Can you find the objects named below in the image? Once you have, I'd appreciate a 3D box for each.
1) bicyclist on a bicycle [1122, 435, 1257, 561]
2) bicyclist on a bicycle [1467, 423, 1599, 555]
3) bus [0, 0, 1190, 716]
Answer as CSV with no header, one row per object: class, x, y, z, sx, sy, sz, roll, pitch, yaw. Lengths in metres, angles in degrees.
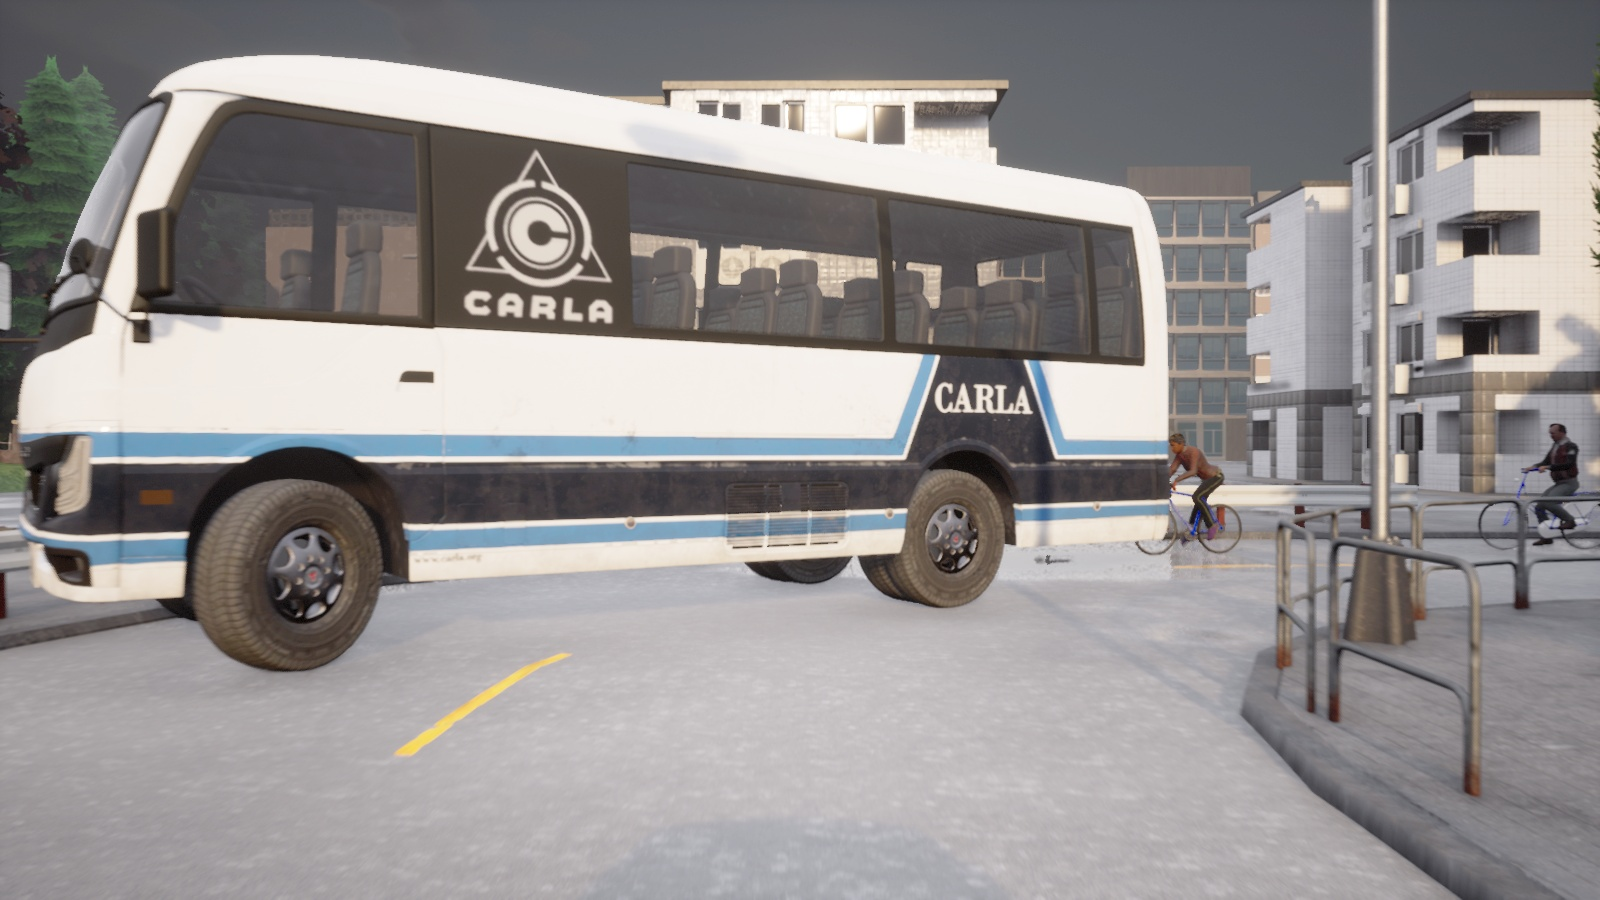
bicyclist on a bicycle,5.168,0.611,16.668,1.656,1.620,0.582,0,0,-14
bicyclist on a bicycle,10.266,0.528,17.264,1.843,1.776,0.659,0,0,0
bus,-1.592,-0.698,10.986,10.273,4.253,3.944,0,1,-34
